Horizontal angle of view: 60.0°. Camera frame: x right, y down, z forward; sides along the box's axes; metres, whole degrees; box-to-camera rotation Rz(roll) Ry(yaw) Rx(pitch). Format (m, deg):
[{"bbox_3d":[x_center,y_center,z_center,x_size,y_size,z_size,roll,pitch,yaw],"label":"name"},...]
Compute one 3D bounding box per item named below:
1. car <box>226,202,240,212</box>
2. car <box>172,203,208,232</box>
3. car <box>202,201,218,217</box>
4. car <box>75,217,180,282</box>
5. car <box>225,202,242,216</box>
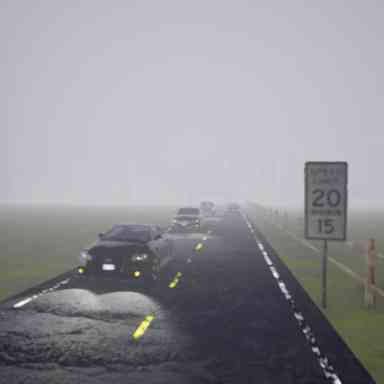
[{"bbox_3d":[6.262,2.256,50.563,2.033,1.411,5.357,1,-1,7],"label":"car"},{"bbox_3d":[-0.187,1.769,22.591,1.837,1.490,4.892,1,-1,7],"label":"car"},{"bbox_3d":[1.741,1.823,37.432,2.097,1.767,4.553,1,-1,7],"label":"car"},{"bbox_3d":[-1.765,1.651,9.983,1.994,1.385,4.181,1,-1,7],"label":"car"},{"bbox_3d":[4.900,2.098,39.636,2.033,1.411,5.357,1,-1,7],"label":"car"}]
